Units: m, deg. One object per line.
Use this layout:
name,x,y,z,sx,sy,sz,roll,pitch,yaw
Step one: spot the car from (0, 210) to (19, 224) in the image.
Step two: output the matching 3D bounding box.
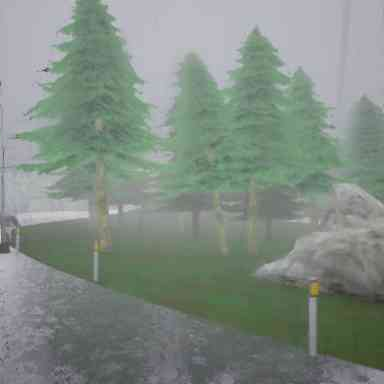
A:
car,-22.438,3.147,39.557,2.128,1.511,4.902,-3,-2,-6

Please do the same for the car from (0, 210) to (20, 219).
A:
car,-44.980,5.485,81.076,2.150,2.045,5.566,-3,-2,12
